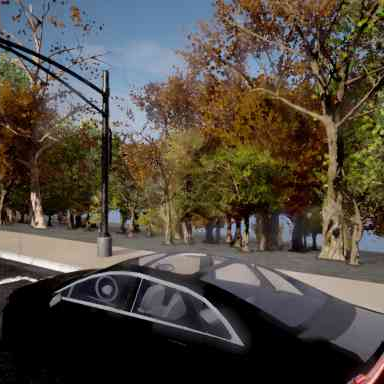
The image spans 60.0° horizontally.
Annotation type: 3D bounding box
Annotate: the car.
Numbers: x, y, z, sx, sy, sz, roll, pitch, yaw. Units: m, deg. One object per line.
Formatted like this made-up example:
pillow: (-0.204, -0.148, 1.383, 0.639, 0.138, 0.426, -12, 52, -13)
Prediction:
car: (-0.382, 1.491, 3.963, 4.902, 1.511, 2.128, 0, 0, 36)
